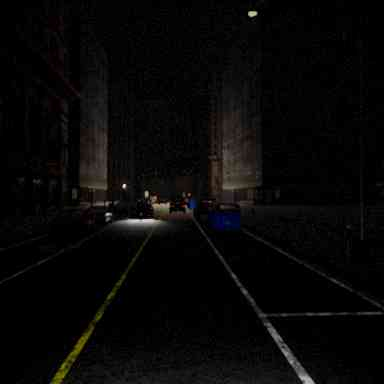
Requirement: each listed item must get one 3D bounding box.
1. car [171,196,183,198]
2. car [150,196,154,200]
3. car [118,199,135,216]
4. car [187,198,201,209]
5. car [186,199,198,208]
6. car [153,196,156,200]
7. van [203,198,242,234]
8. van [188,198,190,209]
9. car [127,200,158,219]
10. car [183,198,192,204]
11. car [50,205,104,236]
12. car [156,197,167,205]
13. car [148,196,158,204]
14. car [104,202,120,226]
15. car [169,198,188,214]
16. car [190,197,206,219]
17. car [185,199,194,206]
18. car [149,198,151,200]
[{"bbox_3d":[-2.192,1.538,49.407,2.150,2.045,5.566,0,0,-3],"label":"car"},{"bbox_3d":[-8.792,1.991,62.821,2.008,1.369,4.403,1,-1,-3],"label":"car"},{"bbox_3d":[-7.485,1.765,35.557,2.008,1.369,4.403,1,0,-3],"label":"car"},{"bbox_3d":[0.247,1.780,52.320,1.967,1.590,4.097,1,-1,-3],"label":"car"},{"bbox_3d":[-0.015,1.933,57.772,1.887,1.381,4.507,1,-1,-3],"label":"car"},{"bbox_3d":[-9.054,2.061,68.274,1.947,1.339,4.313,1,-1,-3],"label":"car"},{"bbox_3d":[1.817,1.448,19.597,1.690,1.788,3.998,1,0,-3],"label":"van"},{"bbox_3d":[0.509,1.636,46.867,1.690,1.788,3.998,1,-1,-3],"label":"van"},{"bbox_3d":[-4.506,1.745,30.793,1.994,1.385,4.181,0,0,-3],"label":"car"},{"bbox_3d":[-1.061,2.158,79.584,1.887,1.381,4.507,0,-1,-3],"label":"car"},{"bbox_3d":[-6.701,1.652,19.197,1.887,1.381,4.507,1,0,-3],"label":"car"},{"bbox_3d":[-6.339,2.046,71.184,1.812,1.442,4.674,0,-1,-3],"label":"car"},{"bbox_3d":[-9.835,1.993,84.635,2.192,1.841,5.009,0,-1,-3],"label":"car"},{"bbox_3d":[-6.963,1.692,24.650,2.008,1.369,4.403,1,0,-3],"label":"car"},{"bbox_3d":[-1.706,1.763,39.145,1.812,1.442,4.674,0,0,-3],"label":"car"},{"bbox_3d":[1.294,1.491,30.505,2.192,1.841,5.009,1,0,-3],"label":"car"},{"bbox_3d":[-0.539,2.076,68.678,1.802,1.307,4.206,0,-1,-3],"label":"car"},{"bbox_3d":[-8.531,1.971,57.368,1.802,1.307,4.206,1,-1,-3],"label":"car"}]
